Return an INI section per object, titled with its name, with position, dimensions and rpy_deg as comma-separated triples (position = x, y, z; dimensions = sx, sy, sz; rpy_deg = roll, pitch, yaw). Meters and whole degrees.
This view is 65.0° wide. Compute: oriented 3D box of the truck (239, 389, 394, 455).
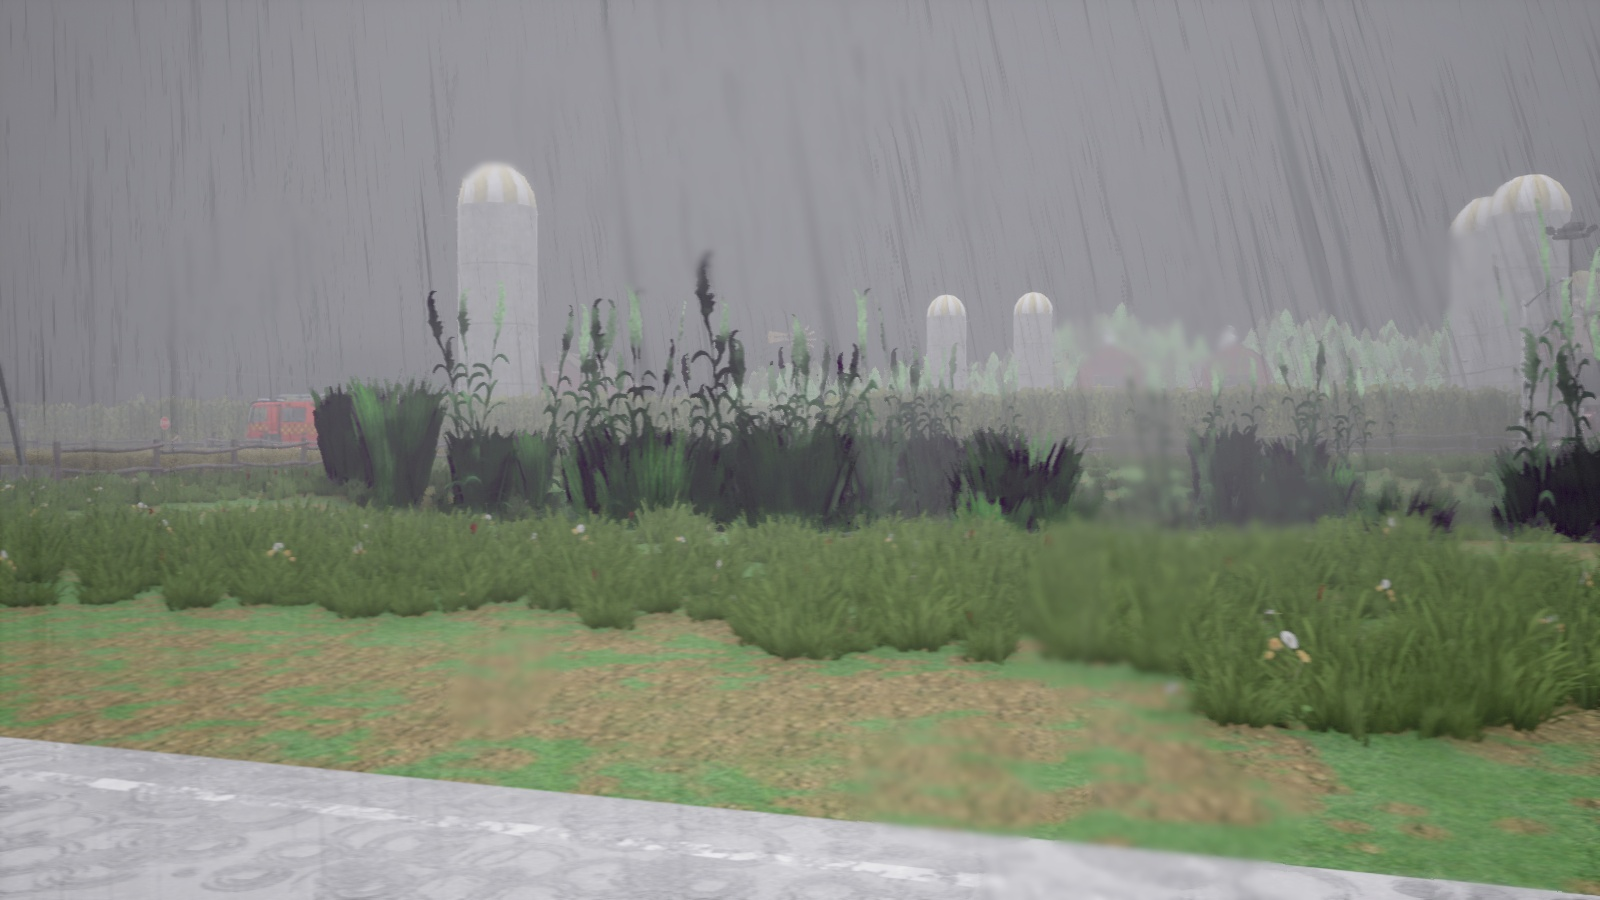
[truck]
position = -28.820, -1.642, 74.980
dimensions = 8.468, 3.827, 2.891
rpy_deg = 0, 1, 13
